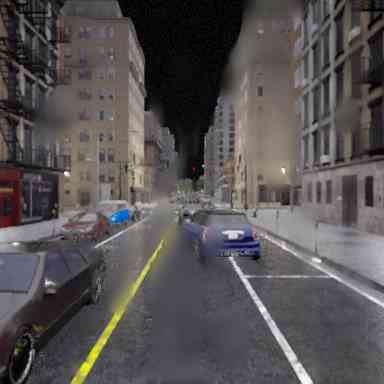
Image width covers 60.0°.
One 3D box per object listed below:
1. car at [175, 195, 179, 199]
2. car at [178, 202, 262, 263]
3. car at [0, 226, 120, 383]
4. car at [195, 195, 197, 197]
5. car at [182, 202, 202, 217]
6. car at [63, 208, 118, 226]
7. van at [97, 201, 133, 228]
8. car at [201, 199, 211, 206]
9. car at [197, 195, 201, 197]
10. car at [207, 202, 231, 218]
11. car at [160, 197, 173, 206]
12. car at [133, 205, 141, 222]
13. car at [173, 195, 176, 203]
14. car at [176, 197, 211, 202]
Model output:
[{"bbox_3d":[-5.346,2.135,88.792,2.008,1.369,4.403,0,0,0],"label":"car"},{"bbox_3d":[0.874,1.435,12.574,2.097,1.767,4.553,0,0,-11],"label":"car"},{"bbox_3d":[-2.847,1.585,5.516,2.033,1.411,5.357,0,0,0],"label":"car"},{"bbox_3d":[2.682,1.935,94.475,2.192,1.841,5.009,0,0,0],"label":"car"},{"bbox_3d":[0.034,1.796,34.847,1.994,1.385,4.181,0,0,0],"label":"car"},{"bbox_3d":[-5.385,1.697,17.293,1.802,1.307,4.206,0,0,0],"label":"car"},{"bbox_3d":[-5.382,1.492,22.701,1.690,1.788,3.998,0,0,0],"label":"van"},{"bbox_3d":[2.668,2.020,66.065,1.802,1.307,4.206,0,0,0],"label":"car"},{"bbox_3d":[2.676,1.988,83.111,1.967,1.590,4.097,0,0,0],"label":"car"},{"bbox_3d":[2.654,1.773,33.508,2.008,1.369,4.403,0,0,0],"label":"car"},{"bbox_3d":[-5.357,1.962,65.898,1.752,1.417,4.829,0,0,0],"label":"car"},{"bbox_3d":[-5.377,1.737,28.105,2.008,1.369,4.403,0,0,0],"label":"car"},{"bbox_3d":[-5.351,2.077,77.430,1.947,1.339,4.313,0,0,0],"label":"car"},{"bbox_3d":[0.089,1.519,25.187,2.097,1.767,4.553,0,0,0],"label":"car"}]
